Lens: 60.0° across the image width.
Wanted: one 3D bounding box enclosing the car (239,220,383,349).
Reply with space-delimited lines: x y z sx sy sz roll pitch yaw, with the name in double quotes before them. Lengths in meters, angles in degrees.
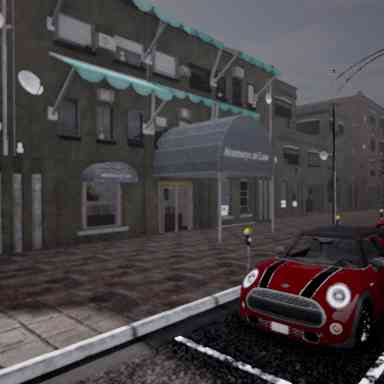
"car" 2.633 1.437 6.255 1.967 1.590 4.097 -1 0 43
